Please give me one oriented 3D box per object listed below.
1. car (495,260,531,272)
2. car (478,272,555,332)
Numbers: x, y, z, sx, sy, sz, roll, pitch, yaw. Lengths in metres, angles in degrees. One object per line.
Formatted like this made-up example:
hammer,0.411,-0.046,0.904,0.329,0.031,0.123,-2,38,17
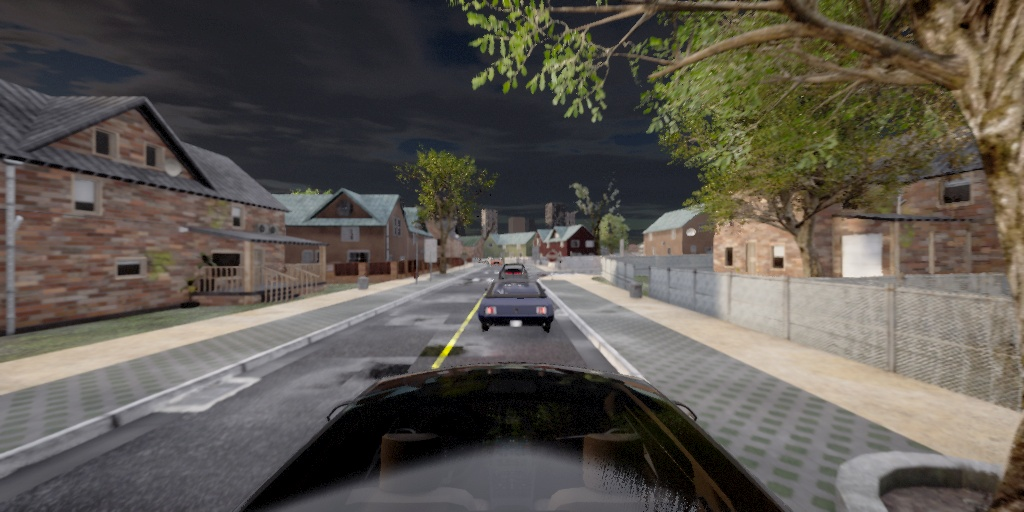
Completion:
car,0.154,1.223,23.434,1.837,1.490,4.892,0,0,2
car,0.101,1.340,10.853,1.895,1.301,4.718,0,0,0
